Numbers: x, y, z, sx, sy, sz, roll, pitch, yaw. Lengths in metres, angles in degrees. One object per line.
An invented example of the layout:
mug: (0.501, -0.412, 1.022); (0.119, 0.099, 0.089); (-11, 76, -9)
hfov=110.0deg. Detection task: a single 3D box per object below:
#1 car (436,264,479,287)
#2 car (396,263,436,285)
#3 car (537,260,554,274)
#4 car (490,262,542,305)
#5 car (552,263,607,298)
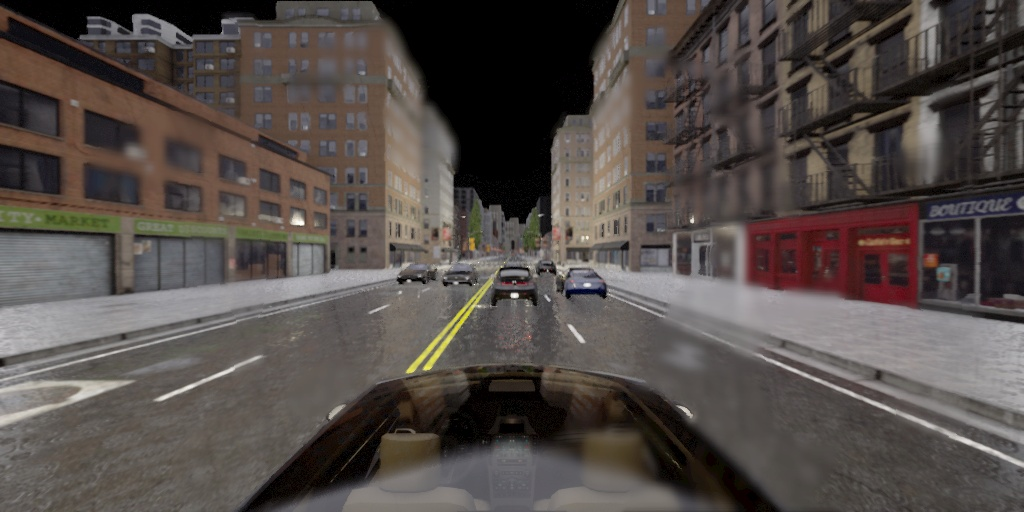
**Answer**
car: (-3.288, 1.207, 23.830); (2.033, 1.411, 5.357); (0, 0, 1)
car: (-6.523, 1.200, 25.397); (2.033, 1.411, 5.357); (0, 0, 0)
car: (3.344, 1.114, 35.928); (1.837, 1.490, 4.892); (0, 0, 0)
car: (0.098, 1.197, 15.660); (1.837, 1.490, 4.892); (0, 0, 0)
car: (3.349, 1.247, 17.942); (1.994, 1.385, 4.181); (0, 0, 0)
